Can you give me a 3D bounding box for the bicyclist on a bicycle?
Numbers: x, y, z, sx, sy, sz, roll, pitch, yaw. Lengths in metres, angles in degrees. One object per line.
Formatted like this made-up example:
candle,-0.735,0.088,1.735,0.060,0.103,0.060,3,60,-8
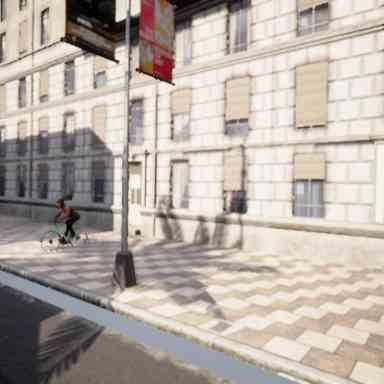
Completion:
bicyclist on a bicycle,-4.070,1.067,10.674,0.582,1.620,1.656,2,1,37
